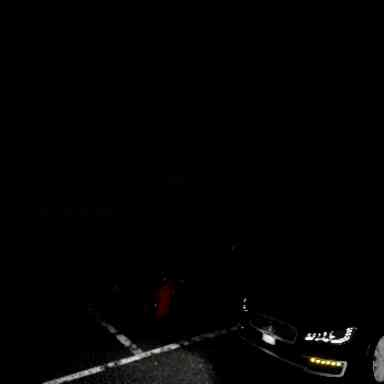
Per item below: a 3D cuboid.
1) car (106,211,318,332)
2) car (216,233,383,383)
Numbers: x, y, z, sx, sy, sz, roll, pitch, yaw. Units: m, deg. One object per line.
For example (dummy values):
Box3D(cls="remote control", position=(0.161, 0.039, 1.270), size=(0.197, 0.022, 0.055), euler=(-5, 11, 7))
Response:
Box3D(cls="car", position=(0.791, 1.365, 7.118), size=(5.009, 1.841, 2.192), euler=(1, 0, -35))
Box3D(cls="car", position=(2.915, 1.563, 5.456), size=(4.892, 1.490, 1.837), euler=(1, 0, -35))
